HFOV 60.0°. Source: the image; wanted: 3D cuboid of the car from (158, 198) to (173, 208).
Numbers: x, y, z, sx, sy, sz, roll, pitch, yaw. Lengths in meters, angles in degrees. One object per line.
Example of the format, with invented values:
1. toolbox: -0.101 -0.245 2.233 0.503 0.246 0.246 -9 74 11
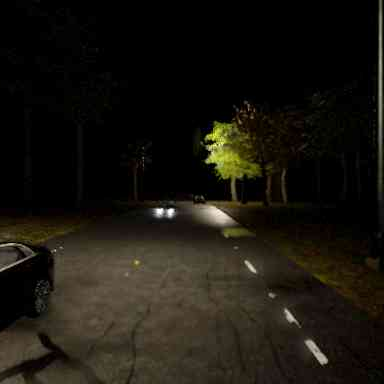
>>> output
1. car: -3.590 1.480 45.604 1.895 1.301 4.718 0 0 0

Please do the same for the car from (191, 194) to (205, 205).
1. car: 1.223 1.353 55.810 1.812 1.442 4.674 0 0 0

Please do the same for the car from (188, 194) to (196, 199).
1. car: -0.004 1.099 90.724 1.895 1.301 4.718 0 0 0

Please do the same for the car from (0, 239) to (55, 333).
1. car: -3.599 1.490 4.620 2.128 1.511 4.902 0 0 0

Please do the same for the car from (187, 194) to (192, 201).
1. car: -0.003 1.227 73.611 1.994 1.385 4.181 0 0 0
